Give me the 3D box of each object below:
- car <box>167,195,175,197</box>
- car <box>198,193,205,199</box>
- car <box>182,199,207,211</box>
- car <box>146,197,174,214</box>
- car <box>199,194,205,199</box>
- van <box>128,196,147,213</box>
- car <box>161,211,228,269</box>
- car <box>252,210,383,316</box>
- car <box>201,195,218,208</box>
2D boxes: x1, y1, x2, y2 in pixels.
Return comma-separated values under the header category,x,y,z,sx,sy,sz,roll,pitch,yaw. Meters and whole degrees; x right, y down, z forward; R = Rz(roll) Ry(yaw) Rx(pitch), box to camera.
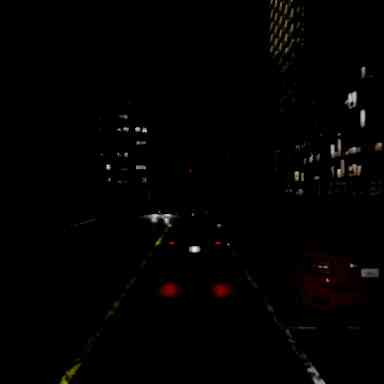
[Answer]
category,x,y,z,sx,sy,sz,roll,pitch,yaw
car,-5.688,1.482,90.509,2.008,1.369,4.403,0,0,0
car,2.691,1.246,90.509,2.192,1.841,5.009,0,0,0
car,0.095,1.553,29.986,1.895,1.301,4.718,0,0,0
car,-3.098,1.495,34.457,2.033,1.411,5.357,0,0,0
car,2.690,1.457,58.266,1.752,1.417,4.829,0,0,0
van,-5.692,1.288,35.565,1.690,1.788,3.998,0,0,0
car,0.081,1.543,11.148,1.994,1.385,4.181,0,0,0
car,2.687,1.300,7.406,2.192,1.841,5.009,0,0,0
car,2.689,1.503,46.831,1.947,1.339,4.313,0,0,0
